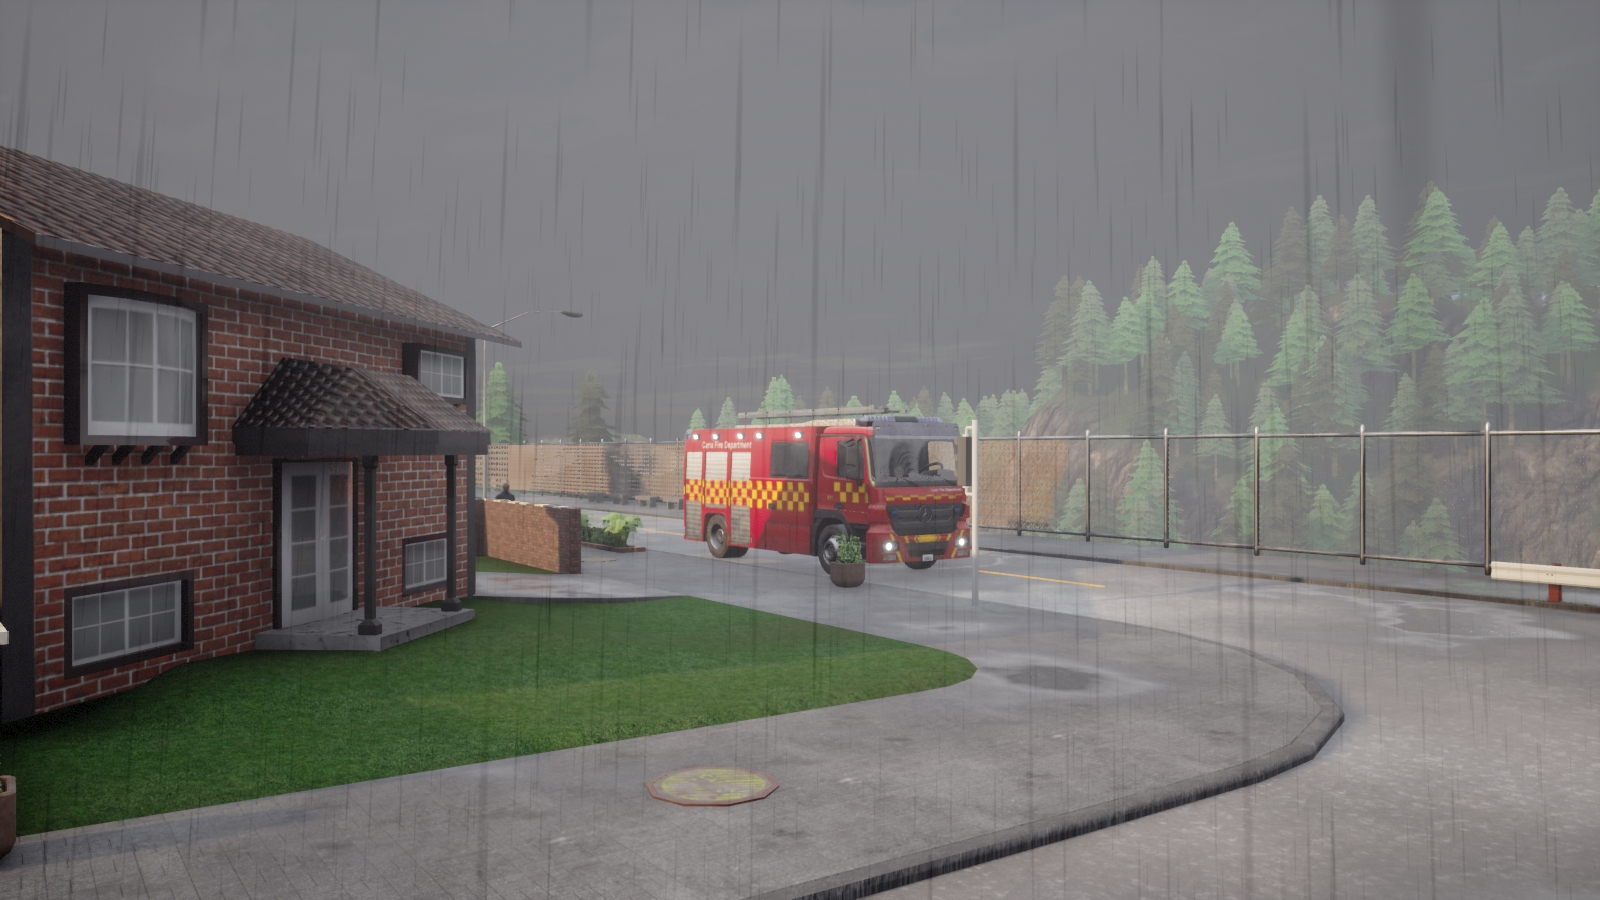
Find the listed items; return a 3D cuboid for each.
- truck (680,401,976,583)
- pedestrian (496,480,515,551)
[{"bbox_3d":[0.353,0.890,28.322,2.891,3.827,8.468,0,0,-35],"label":"truck"},{"bbox_3d":[-7.860,1.745,30.497,0.375,1.860,0.375,0,0,-36],"label":"pedestrian"}]
